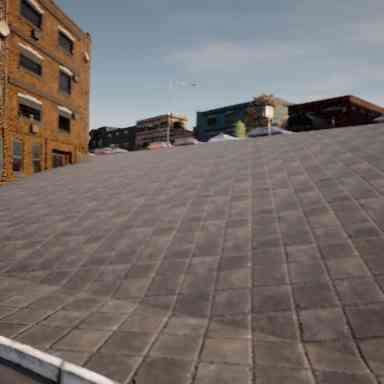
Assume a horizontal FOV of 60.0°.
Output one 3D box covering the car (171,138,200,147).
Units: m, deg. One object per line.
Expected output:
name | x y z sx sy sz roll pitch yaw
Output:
car | -0.264 -5.352 37.775 2.185 1.767 4.553 0 2 -40

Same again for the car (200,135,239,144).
car | 3.387 -4.989 33.441 2.002 1.452 4.674 0 2 -40

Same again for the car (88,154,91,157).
car | -18.029 -6.079 58.857 2.002 1.452 4.674 0 1 -40

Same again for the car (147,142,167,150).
car | -3.819 -5.539 41.994 2.185 1.767 4.553 0 2 -40

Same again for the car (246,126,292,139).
car | 6.929 -4.965 29.239 2.185 1.767 4.553 0 2 -40

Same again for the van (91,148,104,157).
van | -14.389 -6.172 54.538 1.878 1.987 4.442 0 2 -40

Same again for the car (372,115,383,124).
car | 13.972 -4.456 20.880 2.231 1.521 4.892 0 2 -40

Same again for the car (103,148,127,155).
car | -10.918 -5.775 50.417 2.231 1.521 4.892 0 2 -40
